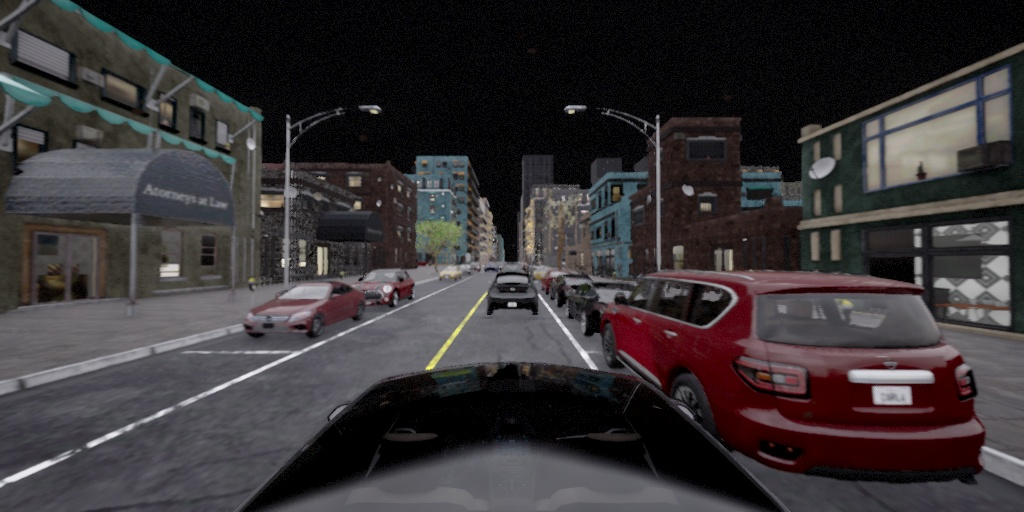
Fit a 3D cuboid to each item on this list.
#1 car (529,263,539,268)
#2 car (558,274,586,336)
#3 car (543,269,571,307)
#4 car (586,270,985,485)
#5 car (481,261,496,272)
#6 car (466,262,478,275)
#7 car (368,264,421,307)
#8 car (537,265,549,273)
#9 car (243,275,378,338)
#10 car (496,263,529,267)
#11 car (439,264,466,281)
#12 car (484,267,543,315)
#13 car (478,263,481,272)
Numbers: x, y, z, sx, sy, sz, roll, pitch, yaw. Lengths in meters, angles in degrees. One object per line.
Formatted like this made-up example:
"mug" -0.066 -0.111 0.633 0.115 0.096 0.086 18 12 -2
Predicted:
"car" 2.738 1.558 32.453 1.751 1.417 4.829 0 0 0
"car" 2.688 1.396 10.457 1.948 1.339 4.313 0 0 0
"car" 2.685 1.447 15.990 1.948 1.339 4.313 0 0 0
"car" 2.691 1.094 4.925 2.192 1.841 5.009 0 0 0
"car" -3.099 1.594 54.342 2.097 1.767 4.553 0 -1 0
"car" -5.832 1.705 45.296 2.007 1.370 4.403 0 0 0
"car" -5.695 1.321 15.988 1.967 1.591 4.097 0 0 0
"car" 2.690 1.475 21.217 1.888 1.381 4.507 0 0 0
"car" -5.693 1.412 10.455 1.802 1.307 4.207 0 0 0
"car" 0.033 1.354 29.167 2.097 1.767 4.553 0 -1 1
"car" -5.773 1.576 34.061 1.751 1.417 4.829 0 0 0
"car" 0.040 1.371 14.273 1.837 1.490 4.892 0 0 1
"car" -5.844 1.698 56.114 1.967 1.591 4.097 0 0 0
